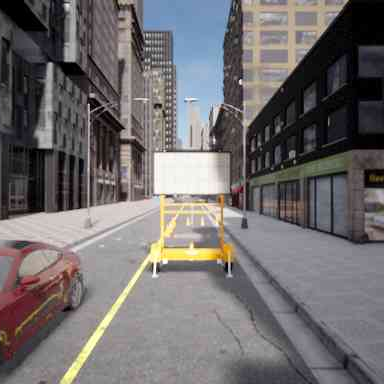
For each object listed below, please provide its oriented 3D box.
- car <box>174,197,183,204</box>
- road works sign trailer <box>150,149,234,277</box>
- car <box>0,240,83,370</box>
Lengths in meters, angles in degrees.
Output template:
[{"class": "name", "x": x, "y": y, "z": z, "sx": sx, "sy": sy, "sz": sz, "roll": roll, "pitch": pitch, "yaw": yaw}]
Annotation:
[{"class": "car", "x": -2.984, "y": 1.886, "z": 73.159, "sx": 2.033, "sy": 1.411, "sz": 5.357, "roll": 0, "pitch": 0, "yaw": 0}, {"class": "road works sign trailer", "x": 0.008, "y": 0.495, "z": 10.296, "sx": 2.380, "sy": 3.560, "sz": 2.880, "roll": 0, "pitch": 0, "yaw": 0}, {"class": "car", "x": -3.099, "y": 1.540, "z": 5.074, "sx": 1.812, "sy": 1.442, "sz": 4.674, "roll": 0, "pitch": 0, "yaw": 0}]
